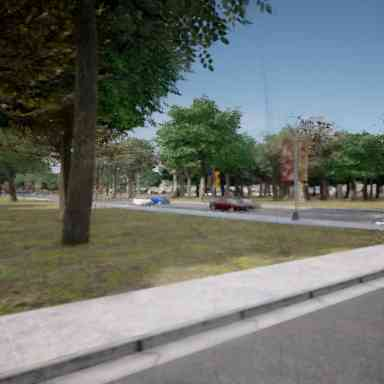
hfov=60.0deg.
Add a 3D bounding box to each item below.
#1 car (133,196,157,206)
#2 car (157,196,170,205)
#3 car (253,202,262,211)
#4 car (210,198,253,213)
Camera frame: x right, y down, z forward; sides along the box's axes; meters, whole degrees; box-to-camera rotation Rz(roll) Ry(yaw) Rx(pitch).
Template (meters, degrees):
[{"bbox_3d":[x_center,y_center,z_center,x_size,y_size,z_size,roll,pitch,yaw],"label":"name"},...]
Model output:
[{"bbox_3d":[-8.038,1.499,54.154,1.812,1.442,4.674,0,0,-35],"label":"car"},{"bbox_3d":[-5.490,1.453,56.182,1.882,1.535,5.008,0,0,-36],"label":"car"},{"bbox_3d":[6.181,1.498,39.683,1.812,1.442,4.674,0,0,-36],"label":"car"},{"bbox_3d":[4.017,1.454,37.120,1.882,1.535,5.008,0,0,-35],"label":"car"}]
